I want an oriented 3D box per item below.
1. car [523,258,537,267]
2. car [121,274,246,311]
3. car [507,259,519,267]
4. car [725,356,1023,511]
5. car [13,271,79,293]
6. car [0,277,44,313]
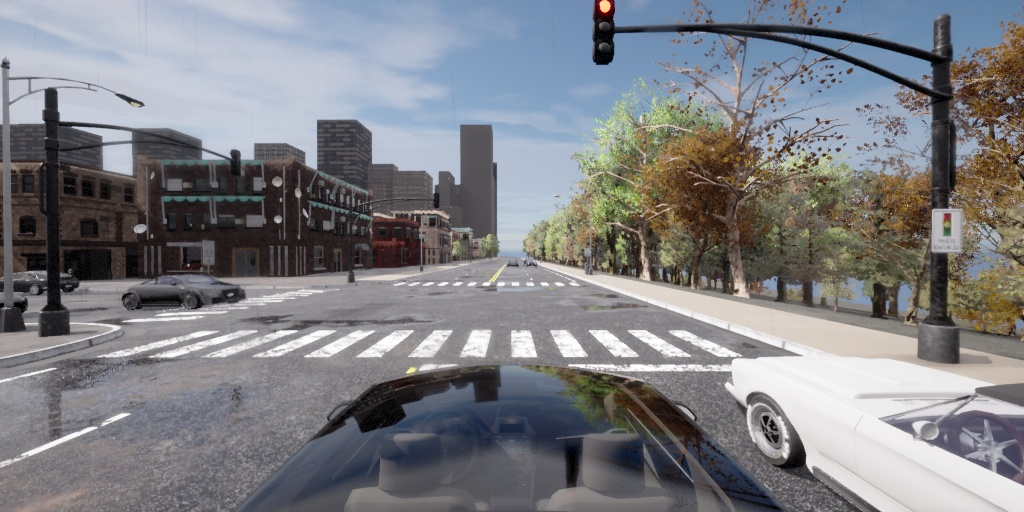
[{"bbox_3d":[3.417,1.327,63.712,1.895,1.301,4.718,0,0,0],"label":"car"},{"bbox_3d":[-13.593,1.454,14.965,4.181,1.385,1.994,-1,0,5],"label":"car"},{"bbox_3d":[0.155,1.290,63.434,1.994,1.385,4.181,0,0,1],"label":"car"},{"bbox_3d":[3.350,1.351,1.927,1.895,1.301,4.718,0,0,0],"label":"car"},{"bbox_3d":[-28.260,1.560,21.096,4.403,1.370,2.007,0,0,0],"label":"car"},{"bbox_3d":[-19.936,1.565,12.575,4.313,1.339,1.948,0,0,0],"label":"car"}]
